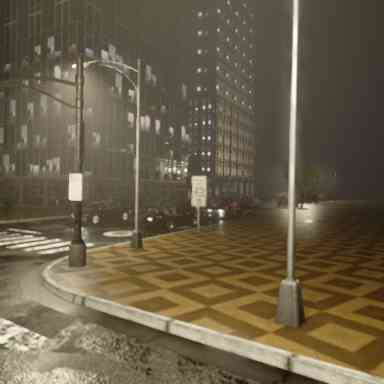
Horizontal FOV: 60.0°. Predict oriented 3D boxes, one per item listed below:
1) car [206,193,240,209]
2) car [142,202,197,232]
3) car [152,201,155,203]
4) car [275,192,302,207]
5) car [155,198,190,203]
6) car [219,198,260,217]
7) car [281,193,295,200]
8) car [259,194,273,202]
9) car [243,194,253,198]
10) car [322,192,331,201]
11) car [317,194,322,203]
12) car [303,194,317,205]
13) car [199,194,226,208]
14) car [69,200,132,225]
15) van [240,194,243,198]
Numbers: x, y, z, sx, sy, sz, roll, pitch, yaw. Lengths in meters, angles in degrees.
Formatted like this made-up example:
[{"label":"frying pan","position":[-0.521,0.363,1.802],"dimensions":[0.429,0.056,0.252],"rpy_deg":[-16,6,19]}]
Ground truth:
[{"label":"car","position":[3.810,1.269,40.600],"dimensions":[1.812,1.442,4.674],"rpy_deg":[1,1,31]},{"label":"car","position":[-1.296,1.545,20.288],"dimensions":[1.947,1.339,4.313],"rpy_deg":[2,1,30]},{"label":"car","position":[-2.949,1.308,34.120],"dimensions":[1.947,1.339,4.313],"rpy_deg":[2,1,30]},{"label":"car","position":[12.901,1.254,44.716],"dimensions":[1.967,1.590,4.097],"rpy_deg":[2,1,30]},{"label":"car","position":[-1.287,1.366,31.848],"dimensions":[1.994,1.385,4.181],"rpy_deg":[1,1,30]},{"label":"car","position":[4.382,1.495,30.060],"dimensions":[1.802,1.307,4.206],"rpy_deg":[2,1,30]},{"label":"car","position":[22.620,0.996,78.126],"dimensions":[2.008,1.369,4.403],"rpy_deg":[2,1,30]},{"label":"car","position":[14.097,1.089,63.457],"dimensions":[1.887,1.381,4.507],"rpy_deg":[2,1,30]},{"label":"car","position":[8.417,1.050,53.676],"dimensions":[1.967,1.590,4.097],"rpy_deg":[2,1,30]},{"label":"car","position":[27.094,1.231,69.148],"dimensions":[1.802,1.307,4.206],"rpy_deg":[2,1,30]},{"label":"car","position":[21.418,1.155,59.373],"dimensions":[1.967,1.590,4.097],"rpy_deg":[2,1,30]},{"label":"car","position":[18.663,1.273,54.636],"dimensions":[1.752,1.417,4.829],"rpy_deg":[2,1,30]},{"label":"car","position":[2.735,1.116,43.897],"dimensions":[1.967,1.590,4.097],"rpy_deg":[2,1,30]},{"label":"car","position":[-6.279,1.364,23.247],"dimensions":[1.837,1.490,4.892],"rpy_deg":[1,1,30]},{"label":"van","position":[5.578,0.984,48.785],"dimensions":[1.690,1.788,3.998],"rpy_deg":[2,1,30]}]
